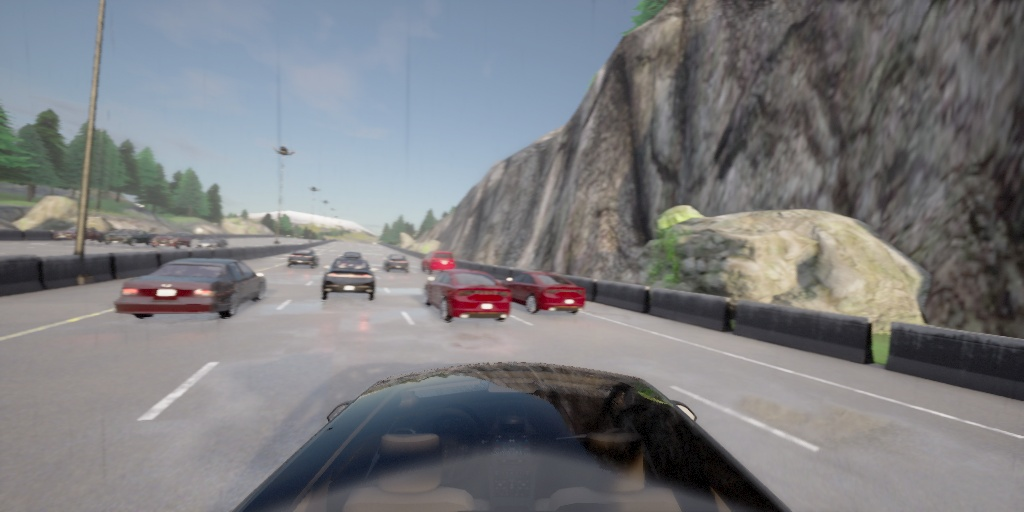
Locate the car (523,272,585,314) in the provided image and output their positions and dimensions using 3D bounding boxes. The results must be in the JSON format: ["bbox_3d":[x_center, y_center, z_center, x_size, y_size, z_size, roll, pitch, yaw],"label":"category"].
[{"bbox_3d":[1.001,1.375,14.715,1.882,1.535,5.008,4,0,-24],"label":"car"}]

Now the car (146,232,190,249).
[{"bbox_3d":[-36.109,-1.784,38.215,2.097,1.767,4.553,4,0,-24],"label":"car"}]

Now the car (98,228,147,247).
[{"bbox_3d":[-39.303,-2.015,36.804,2.097,1.767,4.553,4,0,-24],"label":"car"}]

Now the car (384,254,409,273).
[{"bbox_3d":[-10.191,0.602,31.490,2.128,1.511,4.902,4,0,-24],"label":"car"}]

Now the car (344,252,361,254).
[{"bbox_3d":[-13.437,0.381,30.194,1.837,1.490,4.892,4,0,-24],"label":"car"}]

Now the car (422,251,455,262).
[{"bbox_3d":[-6.682,0.587,32.229,2.150,2.045,5.566,4,0,-24],"label":"car"}]

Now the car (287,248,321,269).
[{"bbox_3d":[-16.581,0.140,28.670,2.128,1.511,4.902,4,0,-24],"label":"car"}]

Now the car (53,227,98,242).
[{"bbox_3d":[-42.494,-2.140,35.368,1.812,1.442,4.674,4,0,-24],"label":"car"}]

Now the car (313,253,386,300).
[{"bbox_3d":[-6.648,0.850,14.754,2.128,1.511,4.902,4,0,-24],"label":"car"}]

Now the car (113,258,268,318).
[{"bbox_3d":[-8.334,0.767,9.903,2.033,1.411,5.357,4,0,-24],"label":"car"}]

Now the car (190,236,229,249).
[{"bbox_3d":[-32.915,-1.382,39.601,2.128,1.511,4.902,4,0,-24],"label":"car"}]

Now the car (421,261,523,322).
[{"bbox_3d":[-1.676,1.175,12.127,1.882,1.535,5.008,4,0,-24],"label":"car"}]
